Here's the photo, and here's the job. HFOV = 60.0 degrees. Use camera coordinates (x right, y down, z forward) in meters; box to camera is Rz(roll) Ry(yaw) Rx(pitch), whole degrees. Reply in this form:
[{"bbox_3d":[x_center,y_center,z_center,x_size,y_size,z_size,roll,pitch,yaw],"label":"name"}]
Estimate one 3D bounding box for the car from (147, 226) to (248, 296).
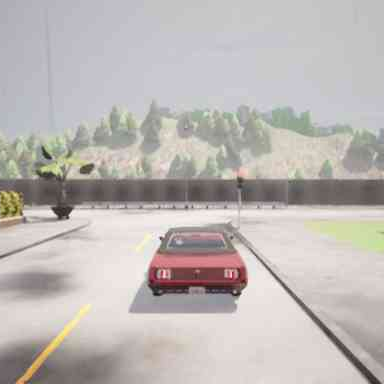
[{"bbox_3d":[0.101,1.488,8.275,1.895,1.301,4.718,0,1,0],"label":"car"}]
